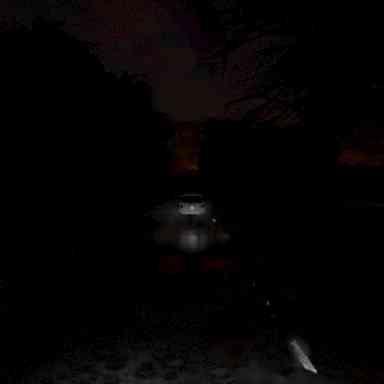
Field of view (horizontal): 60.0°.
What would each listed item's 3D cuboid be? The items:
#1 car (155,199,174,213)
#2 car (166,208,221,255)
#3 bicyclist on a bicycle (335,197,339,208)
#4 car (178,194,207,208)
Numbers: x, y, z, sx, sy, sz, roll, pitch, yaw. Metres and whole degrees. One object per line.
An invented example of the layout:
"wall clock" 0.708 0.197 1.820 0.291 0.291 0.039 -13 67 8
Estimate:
"car" -3.016 1.509 37.467 2.033 1.411 5.357 0 0 0
"car" 0.051 1.561 13.234 1.994 1.385 4.181 0 0 0
"bicyclist on a bicycle" 18.548 1.250 43.109 0.582 1.620 1.656 -1 0 0
"car" 0.037 1.205 26.621 2.150 2.045 5.566 0 0 1
